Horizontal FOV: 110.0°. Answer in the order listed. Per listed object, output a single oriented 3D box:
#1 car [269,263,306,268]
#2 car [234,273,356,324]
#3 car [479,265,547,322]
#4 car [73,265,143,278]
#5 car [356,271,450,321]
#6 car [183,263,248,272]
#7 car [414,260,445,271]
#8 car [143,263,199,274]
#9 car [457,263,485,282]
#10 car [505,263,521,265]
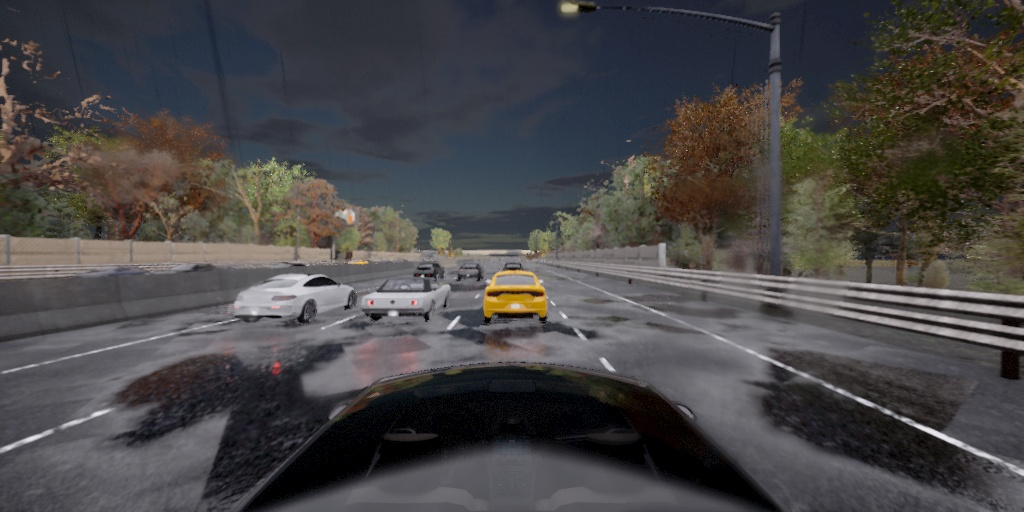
[{"bbox_3d":[-17.598,1.307,27.800,1.837,1.490,4.892,0,0,0],"label":"car"},{"bbox_3d":[-6.901,1.293,11.932,1.812,1.442,4.674,0,0,0],"label":"car"},{"bbox_3d":[0.098,1.246,12.397,1.882,1.535,5.008,0,0,0],"label":"car"},{"bbox_3d":[-28.097,1.360,25.382,1.994,1.385,4.181,0,0,0],"label":"car"},{"bbox_3d":[-3.399,1.370,12.495,1.895,1.301,4.718,0,0,0],"label":"car"},{"bbox_3d":[-21.102,1.400,26.558,1.895,1.301,4.718,0,0,0],"label":"car"},{"bbox_3d":[-6.903,1.313,30.269,1.837,1.490,4.892,0,0,0],"label":"car"},{"bbox_3d":[-24.598,1.279,27.482,1.882,1.535,5.008,0,0,0],"label":"car"},{"bbox_3d":[-3.403,1.300,30.196,2.128,1.511,4.902,0,0,0],"label":"car"},{"bbox_3d":[0.098,1.313,30.241,1.837,1.490,4.892,0,0,0],"label":"car"}]
